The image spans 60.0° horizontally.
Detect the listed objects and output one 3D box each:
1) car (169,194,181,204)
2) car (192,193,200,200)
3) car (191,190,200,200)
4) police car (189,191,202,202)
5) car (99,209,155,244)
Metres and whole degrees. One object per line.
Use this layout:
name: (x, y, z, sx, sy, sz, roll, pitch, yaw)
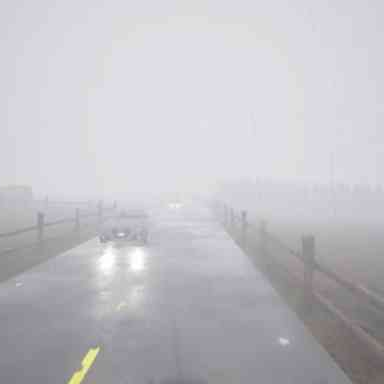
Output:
car: (-2.796, 1.147, 56.129, 2.128, 1.511, 4.902, 0, 0, 0)
car: (0.837, 1.014, 72.901, 1.837, 1.490, 4.892, 0, 1, 0)
car: (0.836, 0.675, 78.928, 2.150, 2.045, 5.566, 0, 1, 0)
police car: (0.836, 1.022, 63.011, 1.930, 1.638, 5.238, 0, 0, 0)
car: (-2.847, 1.498, 15.340, 1.994, 1.385, 4.181, 0, 0, 0)
